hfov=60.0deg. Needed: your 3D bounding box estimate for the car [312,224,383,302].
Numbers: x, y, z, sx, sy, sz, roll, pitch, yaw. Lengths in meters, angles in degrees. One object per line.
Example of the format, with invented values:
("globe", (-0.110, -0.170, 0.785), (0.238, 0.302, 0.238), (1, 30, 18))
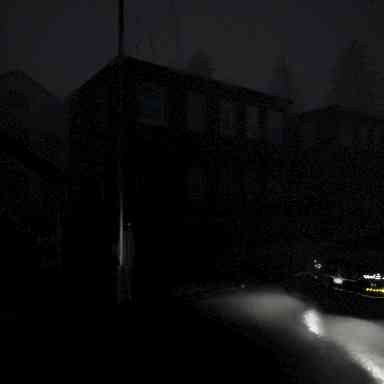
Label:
("car", (4.925, 1.580, 8.140), (4.892, 1.490, 1.837), (1, -1, -36))
